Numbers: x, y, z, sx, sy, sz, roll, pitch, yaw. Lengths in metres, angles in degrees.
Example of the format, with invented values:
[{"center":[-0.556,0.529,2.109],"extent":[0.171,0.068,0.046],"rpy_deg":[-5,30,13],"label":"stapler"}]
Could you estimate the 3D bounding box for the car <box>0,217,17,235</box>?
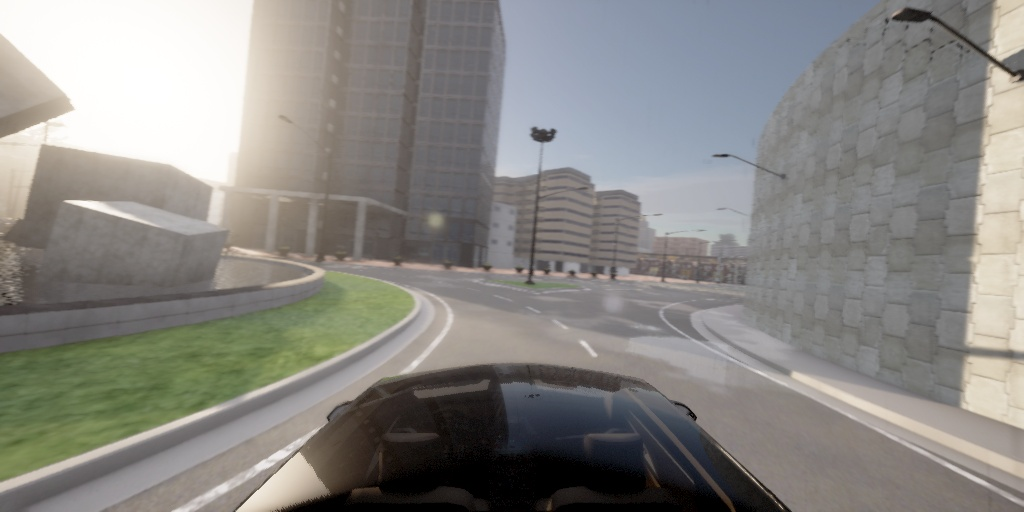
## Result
[{"center":[-45.483,-2.687,31.978],"extent":[2.128,1.511,4.902],"rpy_deg":[6,0,-36],"label":"car"}]
